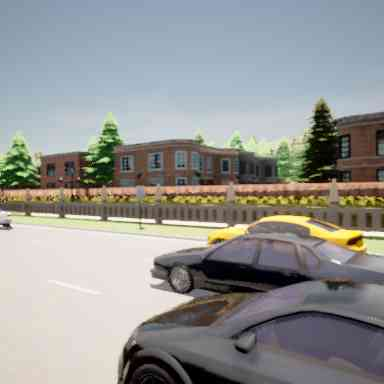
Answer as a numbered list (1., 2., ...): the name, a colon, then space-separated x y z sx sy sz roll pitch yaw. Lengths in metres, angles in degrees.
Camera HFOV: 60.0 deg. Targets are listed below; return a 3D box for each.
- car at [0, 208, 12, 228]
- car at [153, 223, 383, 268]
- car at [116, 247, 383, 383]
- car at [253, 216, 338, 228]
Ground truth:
1. car: -14.008 1.720 22.556 4.674 1.442 1.812 -1 0 35
2. car: 1.587 1.570 7.157 5.357 1.411 2.033 -1 0 35
3. car: 1.252 1.570 3.098 4.181 1.385 1.994 -1 0 35
4. car: 2.744 1.509 10.631 5.008 1.535 1.882 -1 0 35
